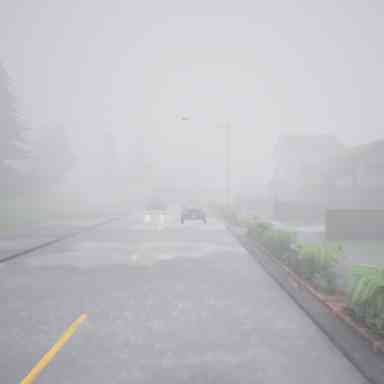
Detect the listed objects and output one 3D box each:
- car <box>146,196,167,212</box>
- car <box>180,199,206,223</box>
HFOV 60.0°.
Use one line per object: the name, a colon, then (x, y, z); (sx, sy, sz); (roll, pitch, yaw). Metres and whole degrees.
car: (-4.017, 1.282, 38.173); (2.097, 1.767, 4.553); (0, 0, 1)
car: (0.111, 1.480, 24.912); (1.812, 1.442, 4.674); (0, 0, 0)
